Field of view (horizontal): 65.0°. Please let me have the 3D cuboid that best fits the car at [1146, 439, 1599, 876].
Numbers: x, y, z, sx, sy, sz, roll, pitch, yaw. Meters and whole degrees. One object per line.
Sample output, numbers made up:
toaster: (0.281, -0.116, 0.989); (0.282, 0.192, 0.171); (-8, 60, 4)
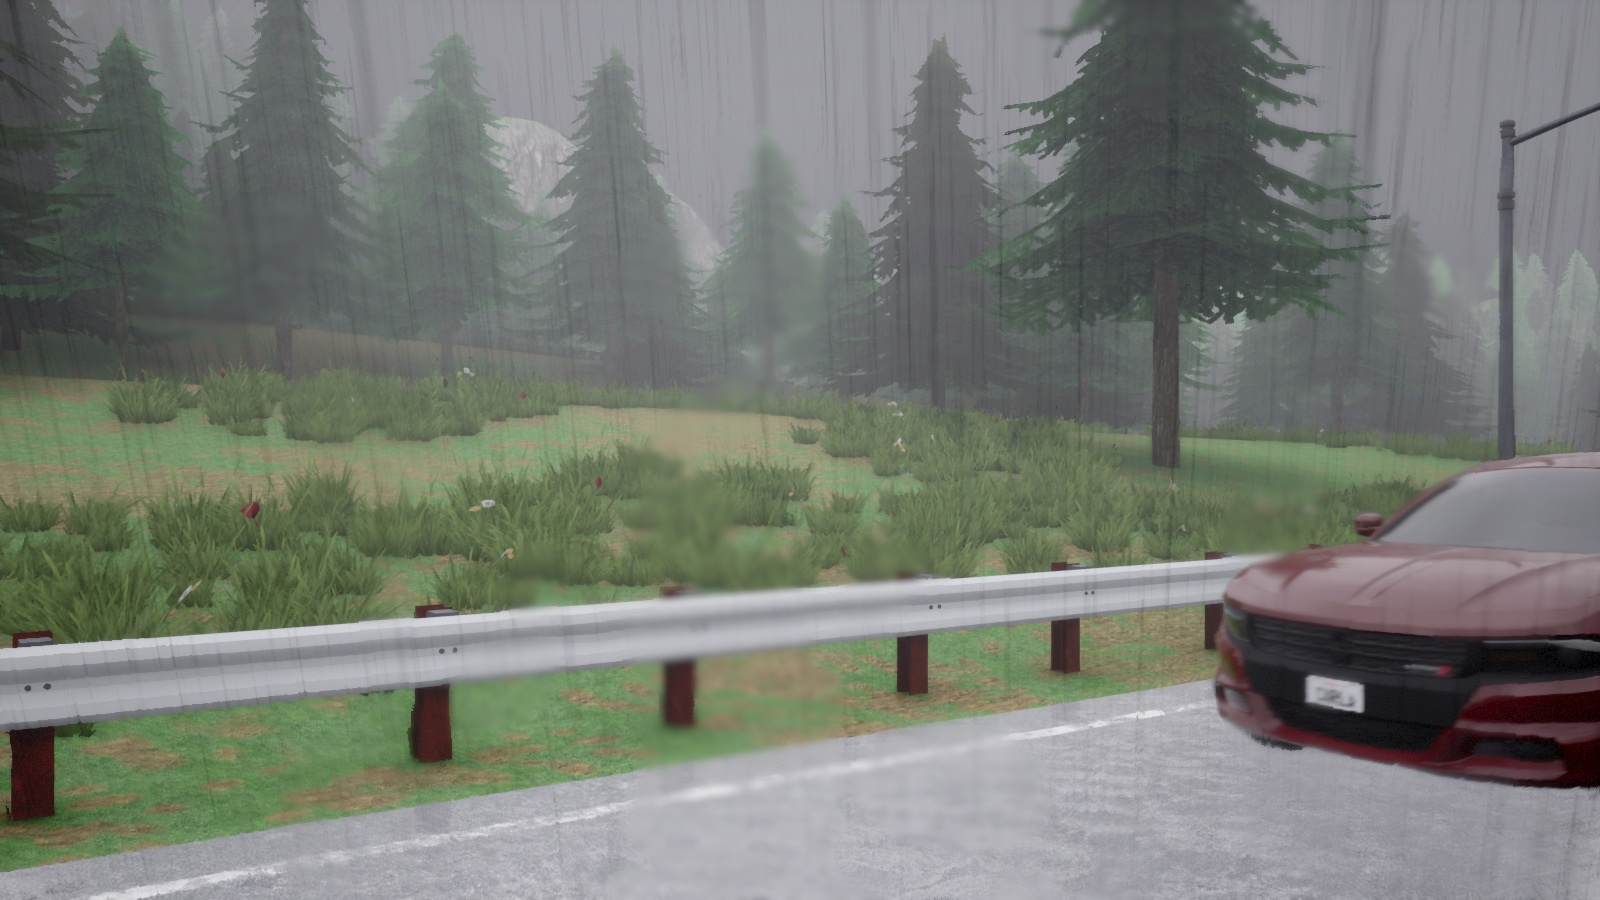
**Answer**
car: (4.234, 0.730, 6.606); (5.008, 1.535, 1.882); (0, 0, -35)
